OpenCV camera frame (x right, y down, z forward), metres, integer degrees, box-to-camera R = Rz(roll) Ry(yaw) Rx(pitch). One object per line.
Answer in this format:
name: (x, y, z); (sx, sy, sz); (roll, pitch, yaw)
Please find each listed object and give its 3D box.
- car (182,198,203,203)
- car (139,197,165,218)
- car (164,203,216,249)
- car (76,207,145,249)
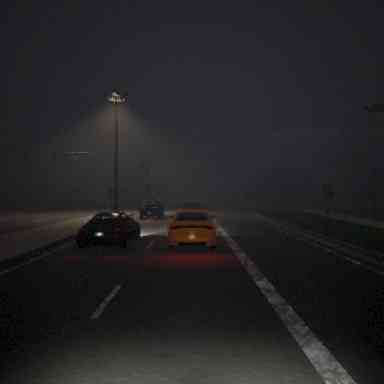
car: (0.000, 1.562, 29.569); (2.033, 1.411, 5.357); (0, 0, 0)
car: (-3.500, 1.494, 29.569); (2.128, 1.511, 4.902); (0, 0, 0)
car: (0.000, 1.484, 14.569); (1.882, 1.535, 5.008); (0, 0, 0)
car: (-3.500, 1.571, 14.569); (1.994, 1.385, 4.181); (0, 0, 0)
